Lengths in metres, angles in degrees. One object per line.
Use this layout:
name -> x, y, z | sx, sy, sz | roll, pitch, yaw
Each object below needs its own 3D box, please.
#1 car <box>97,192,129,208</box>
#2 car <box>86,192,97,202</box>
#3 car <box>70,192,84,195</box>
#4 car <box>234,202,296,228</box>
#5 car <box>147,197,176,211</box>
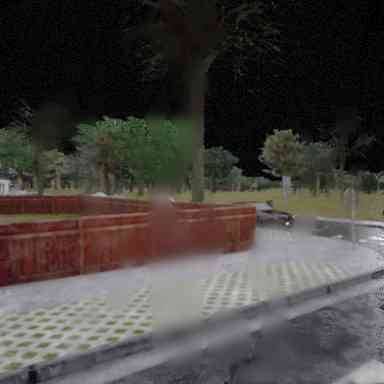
car -> -8.478, 1.004, 37.429 | 2.033, 1.411, 5.357 | 0, 1, -36
car -> -14.041, 0.753, 50.102 | 1.812, 1.442, 4.674 | 0, 1, -36
car -> -19.930, 0.667, 58.211 | 1.895, 1.301, 4.718 | 0, 1, -36
car -> 3.735, 1.327, 20.578 | 2.033, 1.411, 5.357 | 0, 1, -36
car -> -2.296, 1.147, 28.897 | 1.812, 1.442, 4.674 | 0, 1, -36
